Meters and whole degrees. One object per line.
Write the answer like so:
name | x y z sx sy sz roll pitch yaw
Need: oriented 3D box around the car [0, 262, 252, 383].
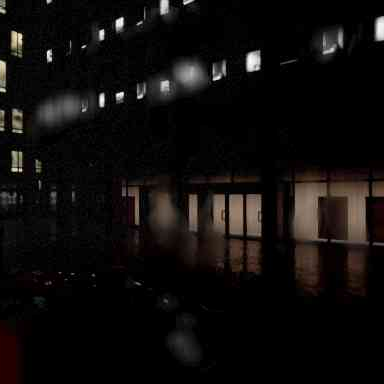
car | -1.523 1.545 3.985 4.507 1.381 1.887 0 0 36
